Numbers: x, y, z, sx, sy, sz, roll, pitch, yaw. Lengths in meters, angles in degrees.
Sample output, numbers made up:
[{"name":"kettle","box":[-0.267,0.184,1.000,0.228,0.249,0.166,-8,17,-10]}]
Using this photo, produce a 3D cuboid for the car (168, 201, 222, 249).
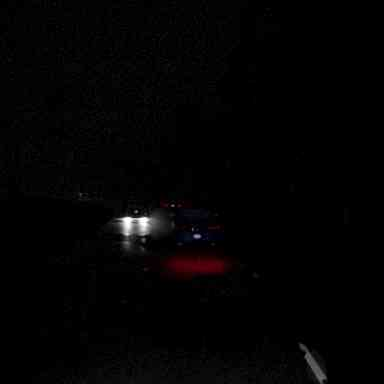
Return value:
[{"name":"car","box":[0.106,1.375,14.141,1.882,1.535,5.008,1,1,-2]}]

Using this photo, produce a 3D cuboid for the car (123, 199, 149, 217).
[{"name":"car","box":[-4.572,1.261,26.950,1.994,1.385,4.181,1,1,-12]}]

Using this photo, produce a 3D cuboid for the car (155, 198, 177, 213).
[{"name":"car","box":[-2.286,1.249,31.835,2.033,1.411,5.357,1,0,-14]}]

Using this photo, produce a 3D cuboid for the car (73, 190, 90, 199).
[{"name":"car","box":[-21.683,0.355,65.083,2.097,1.767,4.553,1,0,-36]}]

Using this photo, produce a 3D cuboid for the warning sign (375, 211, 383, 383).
[{"name":"warning sign","box":[2.708,1.145,3.219,1.300,1.860,1.060,0,-1,1]}]
